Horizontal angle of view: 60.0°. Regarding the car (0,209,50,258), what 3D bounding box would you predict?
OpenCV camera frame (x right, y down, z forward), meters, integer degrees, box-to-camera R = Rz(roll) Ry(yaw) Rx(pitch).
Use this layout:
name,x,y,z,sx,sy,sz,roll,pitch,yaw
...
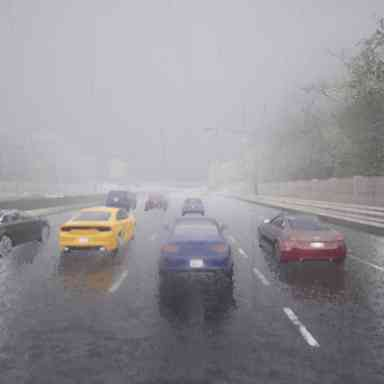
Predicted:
name,x,y,z,sx,sy,sz,roll,pitch,yaw
car,-6.896,1.345,12.120,2.128,1.511,4.902,0,1,0

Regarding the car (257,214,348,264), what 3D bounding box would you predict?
name,x,y,z,sx,sy,sz,roll,pitch,yaw
car,3.502,1.425,11.298,1.994,1.385,4.181,0,1,0

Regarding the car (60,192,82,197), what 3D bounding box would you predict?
name,x,y,z,sx,sy,sz,roll,pitch,yaw
car,-21.017,0.798,59.314,2.128,1.511,4.902,0,1,1

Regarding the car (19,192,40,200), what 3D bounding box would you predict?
name,x,y,z,sx,sy,sz,roll,pitch,yaw
car,-28.014,0.802,57.694,1.882,1.535,5.008,0,1,1

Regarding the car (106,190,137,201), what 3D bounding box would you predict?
name,x,y,z,sx,sy,sz,roll,pitch,yaw
car,-6.900,0.830,32.862,2.150,2.045,5.566,0,1,0

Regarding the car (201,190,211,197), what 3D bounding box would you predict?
name,x,y,z,sx,sy,sz,roll,pitch,yaw
car,3.508,0.388,85.949,2.097,1.767,4.553,0,1,0

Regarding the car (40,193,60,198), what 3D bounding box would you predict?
name,x,y,z,sx,sy,sz,roll,pitch,yaw
car,-24.505,0.908,59.103,1.895,1.301,4.718,0,1,0

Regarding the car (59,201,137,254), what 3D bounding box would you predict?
name,x,y,z,sx,sy,sz,roll,pitch,yaw
car,-3.397,1.322,12.852,1.882,1.535,5.008,0,1,0

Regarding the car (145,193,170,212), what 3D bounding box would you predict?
name,x,y,z,sx,sy,sz,roll,pitch,yaw
car,-3.398,0.956,33.236,2.097,1.767,4.553,0,1,0

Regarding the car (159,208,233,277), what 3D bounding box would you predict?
name,x,y,z,sx,sy,sz,roll,pitch,yaw
car,0.102,1.407,9.721,1.812,1.442,4.674,0,1,0

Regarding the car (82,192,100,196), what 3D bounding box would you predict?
name,x,y,z,sx,sy,sz,roll,pitch,yaw
car,-17.518,0.782,59.599,1.882,1.535,5.008,0,1,0

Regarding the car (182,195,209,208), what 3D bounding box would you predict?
name,x,y,z,sx,sy,sz,roll,pitch,yaw
car,0.103,1.214,27.894,2.033,1.411,5.357,0,1,0
